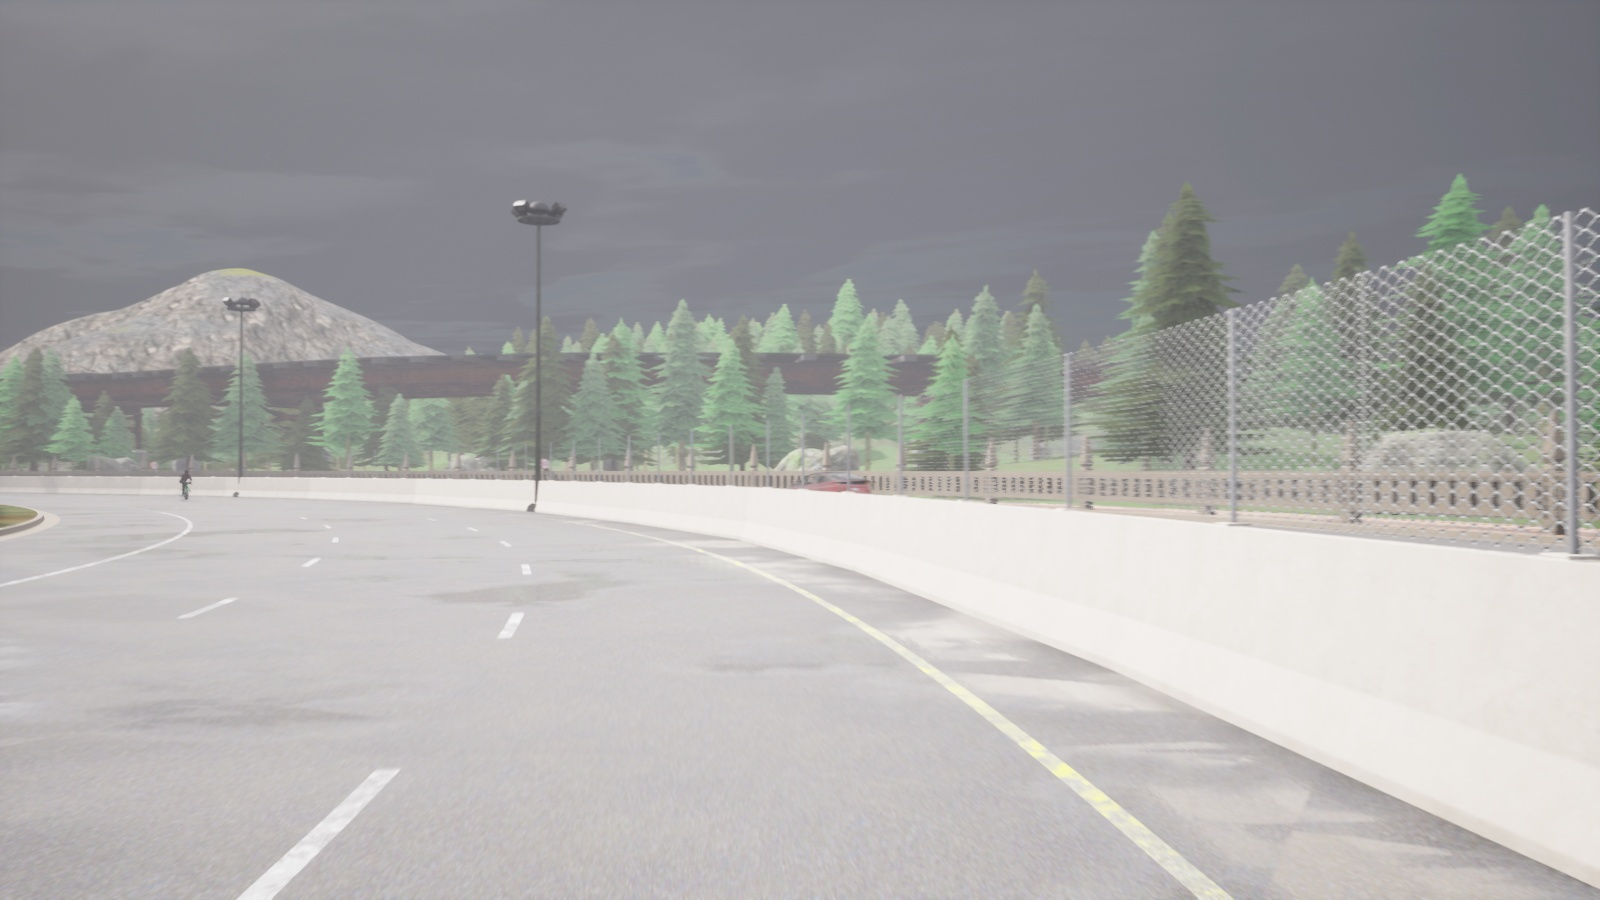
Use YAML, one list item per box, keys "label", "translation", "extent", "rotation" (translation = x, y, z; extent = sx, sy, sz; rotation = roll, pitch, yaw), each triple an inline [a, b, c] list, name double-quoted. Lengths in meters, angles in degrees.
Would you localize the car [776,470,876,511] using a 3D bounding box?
- label: "car"
  translation: [0.961, 1.585, 49.869]
  extent: [2.007, 1.525, 4.514]
  rotation: [0, -1, -28]
